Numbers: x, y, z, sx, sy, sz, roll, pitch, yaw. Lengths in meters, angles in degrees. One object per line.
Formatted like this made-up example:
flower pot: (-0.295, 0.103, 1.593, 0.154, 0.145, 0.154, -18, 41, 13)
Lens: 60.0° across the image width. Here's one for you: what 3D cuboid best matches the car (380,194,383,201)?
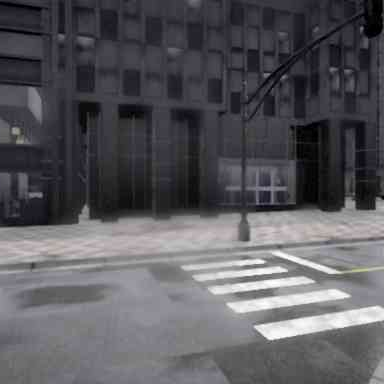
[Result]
car: (25.385, 0.473, 40.556, 2.128, 1.511, 4.902, 0, 0, -16)
